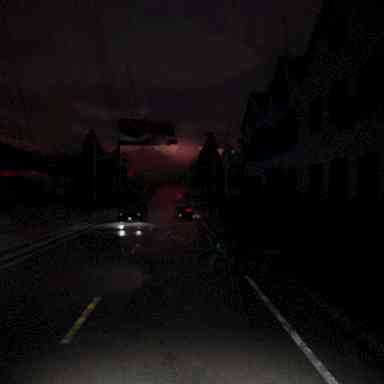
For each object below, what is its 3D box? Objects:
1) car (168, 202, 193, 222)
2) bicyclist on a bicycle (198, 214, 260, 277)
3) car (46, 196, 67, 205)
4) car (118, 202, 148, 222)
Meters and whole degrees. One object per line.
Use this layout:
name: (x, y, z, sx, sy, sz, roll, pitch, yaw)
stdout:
car: (-0.938, 1.485, 26.154, 1.812, 1.442, 4.674, 0, 0, -2)
bicyclist on a bicycle: (0.988, 1.411, 8.758, 1.656, 1.620, 0.582, 0, 0, -2)
car: (-24.747, 1.578, 62.244, 4.611, 1.667, 2.242, 0, 0, -3)
car: (-4.550, 1.506, 26.362, 2.033, 1.411, 5.357, 0, 0, -2)
